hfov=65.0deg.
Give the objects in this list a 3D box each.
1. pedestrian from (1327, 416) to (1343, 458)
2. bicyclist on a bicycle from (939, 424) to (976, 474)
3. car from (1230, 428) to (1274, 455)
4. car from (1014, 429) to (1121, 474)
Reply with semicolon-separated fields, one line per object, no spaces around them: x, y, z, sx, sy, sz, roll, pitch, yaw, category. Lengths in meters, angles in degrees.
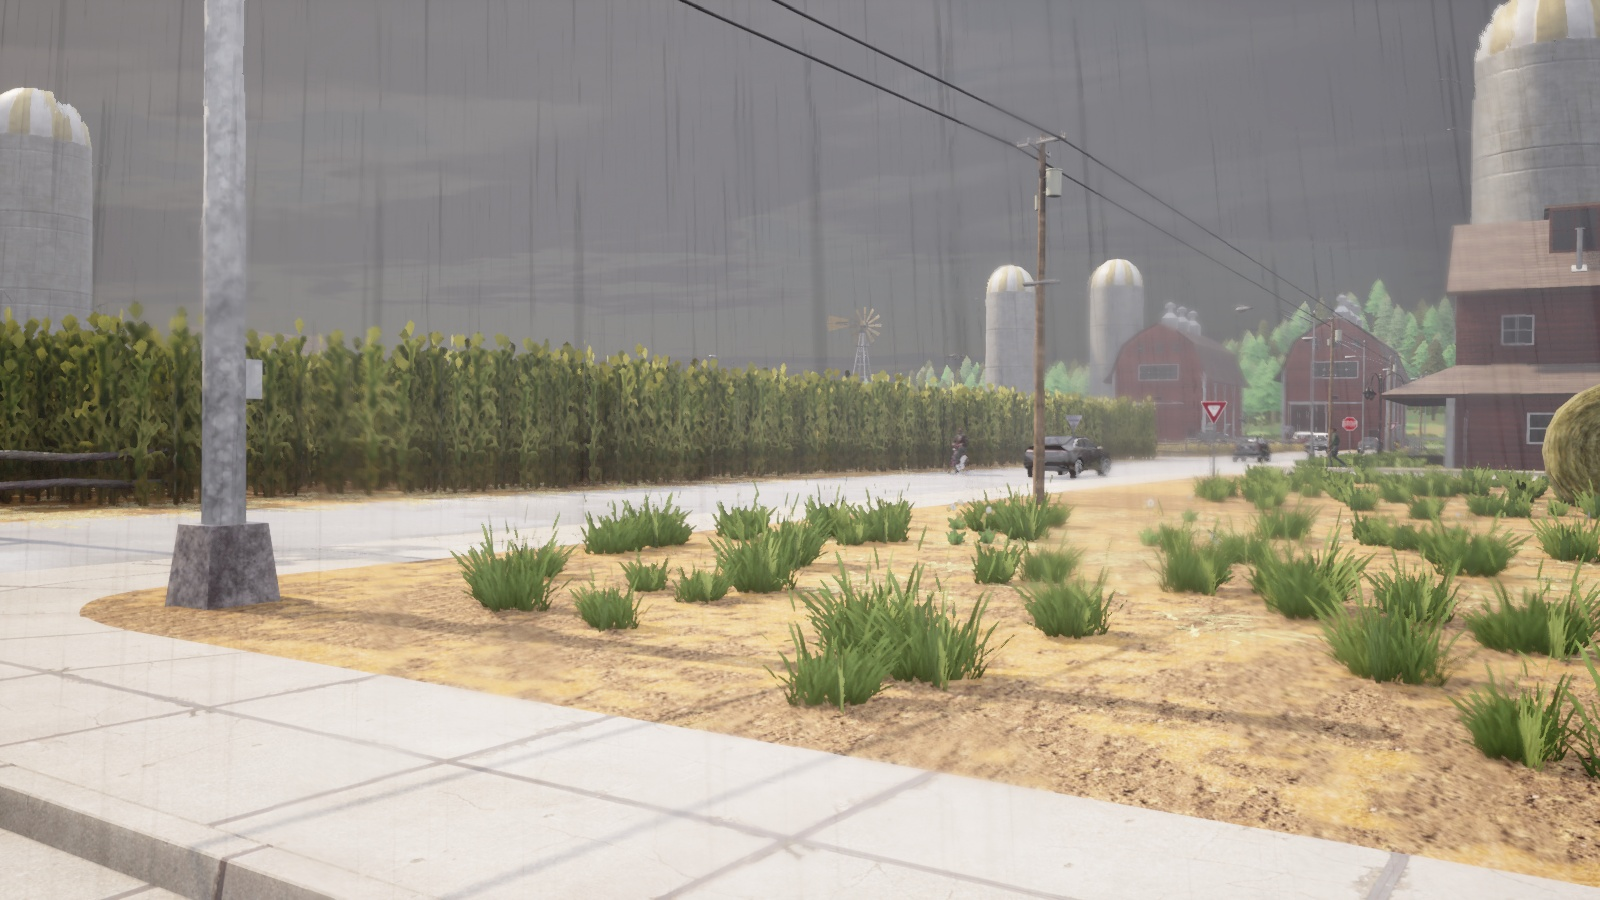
23.451;-0.563;55.086;0.614;1.847;0.353;0;1;27;pedestrian
5.738;-0.039;45.702;0.659;1.776;1.843;0;1;31;bicyclist on a bicycle
26.971;-0.524;74.825;1.789;1.549;3.705;0;1;30;car
9.744;0.014;45.417;2.128;1.511;4.902;0;1;33;car
